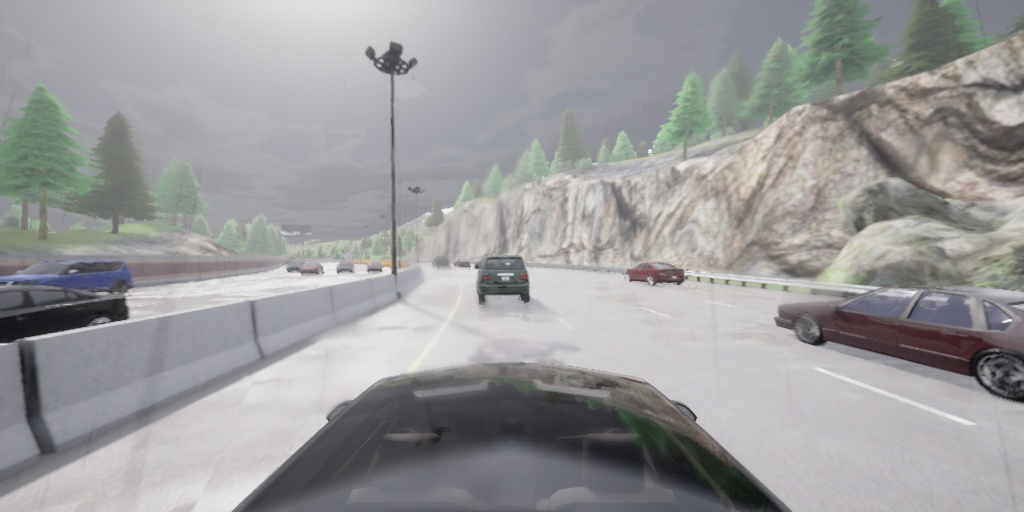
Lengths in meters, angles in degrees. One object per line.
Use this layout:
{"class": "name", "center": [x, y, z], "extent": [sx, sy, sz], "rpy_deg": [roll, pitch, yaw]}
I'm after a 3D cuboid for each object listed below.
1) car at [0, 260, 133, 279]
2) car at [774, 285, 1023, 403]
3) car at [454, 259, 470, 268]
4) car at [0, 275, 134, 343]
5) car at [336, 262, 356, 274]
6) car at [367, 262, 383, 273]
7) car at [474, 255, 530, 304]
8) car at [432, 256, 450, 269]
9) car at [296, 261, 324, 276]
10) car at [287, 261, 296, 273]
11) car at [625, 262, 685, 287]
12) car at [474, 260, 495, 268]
{"class": "car", "center": [-22.084, 1.225, 17.759], "extent": [2.150, 2.045, 5.566], "rpy_deg": [-1, 0, -7]}
{"class": "car", "center": [7.342, 1.213, 6.135], "extent": [2.033, 1.411, 5.357], "rpy_deg": [-1, 0, -3]}
{"class": "car", "center": [-8.815, 1.328, 62.975], "extent": [1.882, 1.535, 5.008], "rpy_deg": [0, 0, -24]}
{"class": "car", "center": [-10.752, 1.351, 7.120], "extent": [1.882, 1.535, 5.008], "rpy_deg": [-1, 0, -2]}
{"class": "car", "center": [-21.427, 1.501, 46.385], "extent": [1.837, 1.490, 4.892], "rpy_deg": [-1, 0, -18]}
{"class": "car", "center": [-18.124, 1.505, 47.628], "extent": [2.033, 1.411, 5.357], "rpy_deg": [-1, 0, -18]}
{"class": "car", "center": [-0.536, 0.978, 16.751], "extent": [2.150, 2.045, 5.566], "rpy_deg": [0, 0, -6]}
{"class": "car", "center": [-12.440, 1.113, 62.713], "extent": [2.150, 2.045, 5.566], "rpy_deg": [0, 0, -25]}
{"class": "car", "center": [-24.190, 1.506, 43.512], "extent": [1.882, 1.535, 5.008], "rpy_deg": [-1, 0, -17]}
{"class": "car", "center": [-30.683, 1.457, 51.347], "extent": [2.097, 1.767, 4.553], "rpy_deg": [-1, 0, -21]}
{"class": "car", "center": [9.214, 1.121, 23.591], "extent": [1.882, 1.535, 5.008], "rpy_deg": [0, 0, -8]}
{"class": "car", "center": [-4.888, 1.352, 63.139], "extent": [2.033, 1.411, 5.357], "rpy_deg": [-1, 0, -24]}
